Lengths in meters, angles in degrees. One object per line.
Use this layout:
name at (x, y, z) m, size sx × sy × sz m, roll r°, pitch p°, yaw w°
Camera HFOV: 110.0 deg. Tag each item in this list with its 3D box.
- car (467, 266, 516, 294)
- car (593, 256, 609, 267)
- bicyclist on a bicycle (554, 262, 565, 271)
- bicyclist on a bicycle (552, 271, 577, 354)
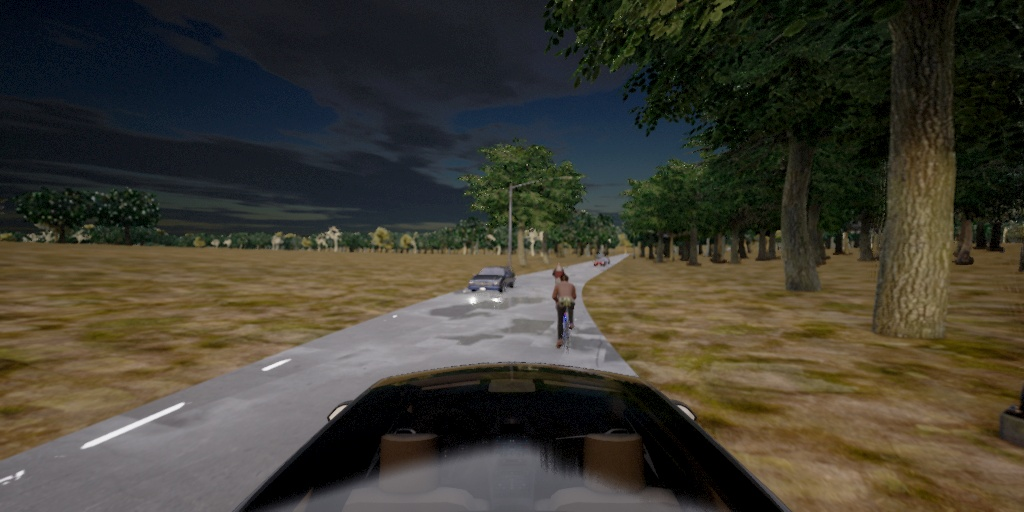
car at (-0.994, 1.310, 21.104) m, size 2.033 × 1.411 × 5.357 m, roll 1°, pitch 0°, yaw 11°
car at (15.272, 1.165, 62.046) m, size 1.895 × 1.301 × 4.718 m, roll 1°, pitch 1°, yaw 19°
bicyclist on a bicycle at (2.170, 1.173, 16.494) m, size 0.659 × 1.776 × 1.843 m, roll 0°, pitch 0°, yaw 8°
bicyclist on a bicycle at (1.171, 1.237, 7.929) m, size 0.582 × 1.620 × 1.656 m, roll 0°, pitch 0°, yaw 4°
